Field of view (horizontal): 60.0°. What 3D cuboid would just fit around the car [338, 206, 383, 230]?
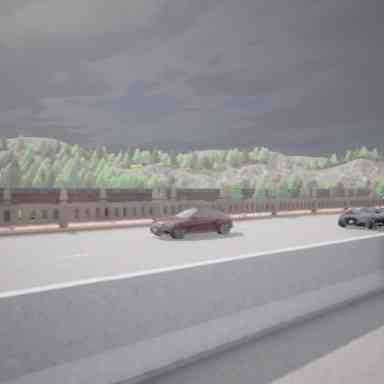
[{"bbox_3d":[11.009,1.569,20.909,4.181,1.385,1.994,0,0,-37],"label":"car"}]

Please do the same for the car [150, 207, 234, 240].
[{"bbox_3d":[0.112,1.532,17.101,4.674,1.442,1.812,0,0,-37],"label":"car"}]
